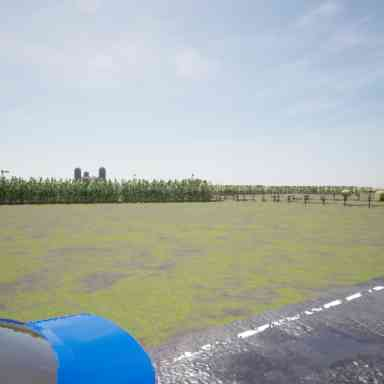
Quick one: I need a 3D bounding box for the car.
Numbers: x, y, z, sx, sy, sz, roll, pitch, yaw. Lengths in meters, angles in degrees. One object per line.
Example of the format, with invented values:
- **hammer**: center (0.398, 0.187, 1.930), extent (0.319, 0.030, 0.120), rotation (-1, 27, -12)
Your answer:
- **car**: center (-2.490, 1.478, 1.291), extent (5.008, 1.535, 1.882), rotation (0, 0, -36)
